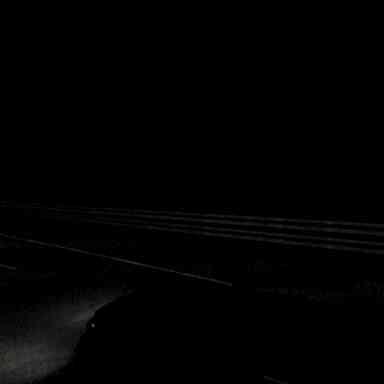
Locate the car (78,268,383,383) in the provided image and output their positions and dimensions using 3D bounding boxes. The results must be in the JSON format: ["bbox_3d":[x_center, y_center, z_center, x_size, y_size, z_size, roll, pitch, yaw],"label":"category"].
[{"bbox_3d":[0.881,1.527,3.245,4.674,1.442,1.812,0,0,35],"label":"car"}]
